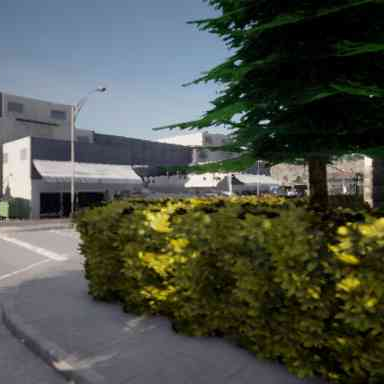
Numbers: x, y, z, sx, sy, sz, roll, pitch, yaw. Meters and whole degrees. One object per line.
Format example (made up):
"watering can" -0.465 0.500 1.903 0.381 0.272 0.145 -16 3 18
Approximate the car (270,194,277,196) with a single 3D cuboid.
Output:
"car" 18.488 1.353 79.160 2.152 1.636 5.027 0 0 44
